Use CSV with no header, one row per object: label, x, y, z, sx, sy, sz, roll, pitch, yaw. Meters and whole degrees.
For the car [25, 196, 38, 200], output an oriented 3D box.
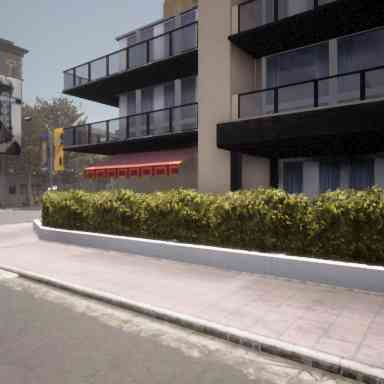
car,-34.539,1.481,68.283,4.892,1.521,2.231,0,0,37
